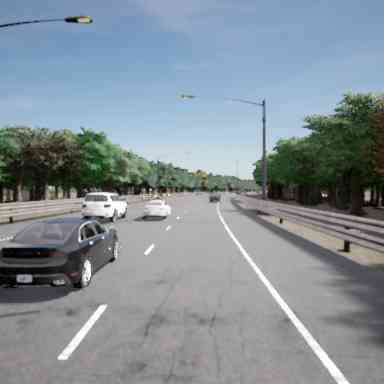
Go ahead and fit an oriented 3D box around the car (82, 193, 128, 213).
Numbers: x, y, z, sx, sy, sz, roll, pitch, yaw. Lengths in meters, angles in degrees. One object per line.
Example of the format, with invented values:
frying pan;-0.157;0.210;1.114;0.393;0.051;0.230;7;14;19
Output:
car;-6.364;1.085;24.757;2.150;2.045;5.566;0;0;2

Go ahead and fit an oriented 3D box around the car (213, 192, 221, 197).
car;7.113;0.762;93.878;1.812;1.442;4.674;0;0;9

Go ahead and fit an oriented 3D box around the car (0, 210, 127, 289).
car;-3.298;1.456;9.039;1.837;1.490;4.892;0;0;1

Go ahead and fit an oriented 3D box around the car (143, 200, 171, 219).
car;-2.763;1.379;26.911;1.812;1.442;4.674;0;0;3

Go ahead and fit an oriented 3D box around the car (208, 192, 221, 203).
car;4.103;1.150;59.073;1.837;1.490;4.892;0;0;5

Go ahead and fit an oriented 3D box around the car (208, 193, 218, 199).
car;4.932;0.954;78.055;1.994;1.385;4.181;0;0;7
